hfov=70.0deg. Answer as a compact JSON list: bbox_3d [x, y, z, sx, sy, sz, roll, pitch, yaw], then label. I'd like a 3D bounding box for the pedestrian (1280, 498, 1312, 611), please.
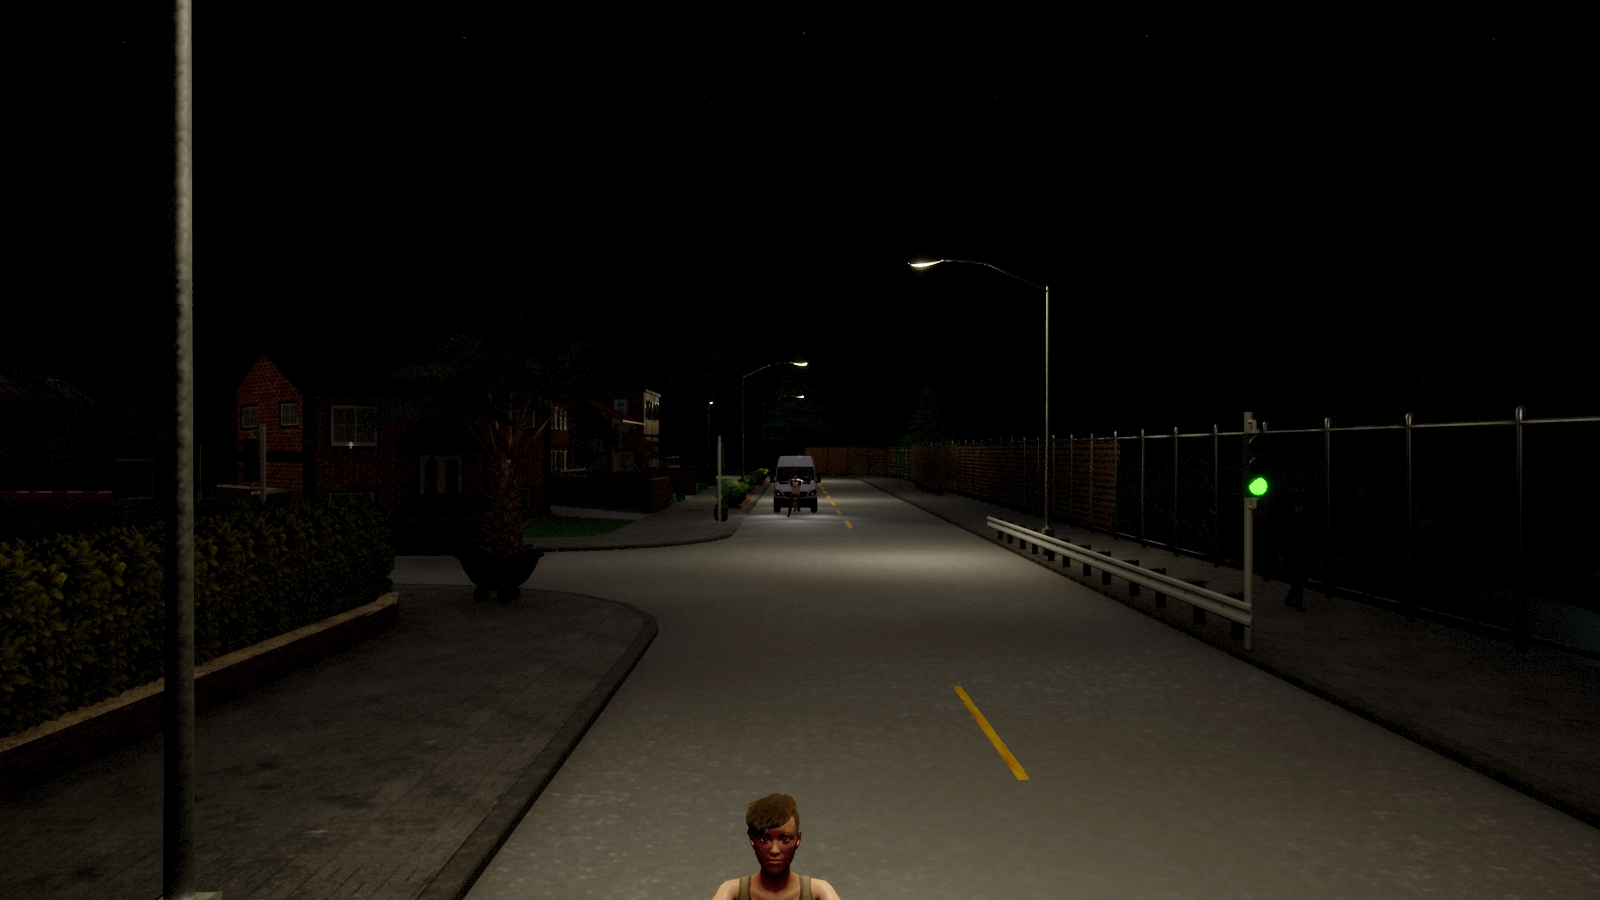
[{"bbox_3d":[8.317,1.752,19.169,0.375,1.860,0.375,0,0,1],"label":"pedestrian"}]

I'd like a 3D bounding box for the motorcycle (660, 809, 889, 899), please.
[{"bbox_3d":[-0.084,2.157,3.590,0.764,1.307,2.356,0,0,-1],"label":"motorcycle"}]

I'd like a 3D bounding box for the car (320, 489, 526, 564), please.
[{"bbox_3d":[-9.572,1.916,29.282,4.553,1.767,2.097,0,0,2],"label":"car"}]
